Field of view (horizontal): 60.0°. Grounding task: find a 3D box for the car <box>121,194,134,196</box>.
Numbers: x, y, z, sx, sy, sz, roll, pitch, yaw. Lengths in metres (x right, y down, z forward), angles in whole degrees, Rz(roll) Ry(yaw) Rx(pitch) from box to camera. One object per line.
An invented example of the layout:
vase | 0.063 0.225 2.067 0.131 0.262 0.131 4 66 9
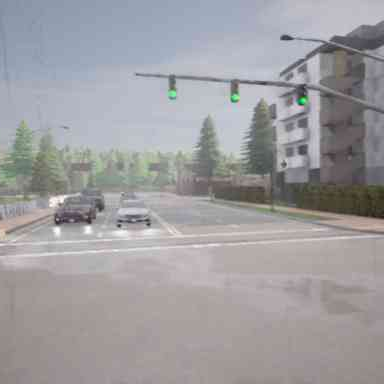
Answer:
car | -5.474 1.135 28.958 1.895 1.301 4.718 -1 1 -12

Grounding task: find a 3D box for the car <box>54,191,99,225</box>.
car | -7.494 1.050 21.604 2.097 1.767 4.553 -1 1 -12

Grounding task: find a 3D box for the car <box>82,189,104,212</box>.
car | -9.700 0.757 32.040 2.150 2.045 5.566 -1 1 -11

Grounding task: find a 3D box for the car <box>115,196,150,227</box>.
car | -3.587 1.197 20.054 1.812 1.442 4.674 -1 1 -12
